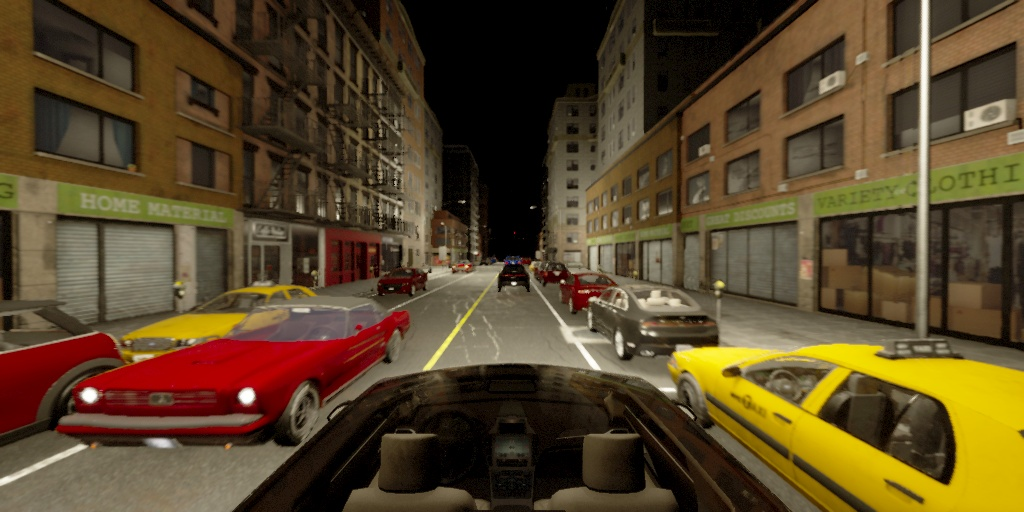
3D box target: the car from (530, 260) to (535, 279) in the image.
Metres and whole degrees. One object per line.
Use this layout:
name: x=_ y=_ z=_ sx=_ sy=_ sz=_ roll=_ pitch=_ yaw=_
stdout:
car: x=2.863 y=1.190 z=30.094 sx=1.967 sy=1.591 sz=4.097 roll=0 pitch=0 yaw=0

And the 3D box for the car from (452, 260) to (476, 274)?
car: x=-5.660 y=1.200 z=41.089 sx=1.967 sy=1.591 sz=4.097 roll=0 pitch=0 yaw=0

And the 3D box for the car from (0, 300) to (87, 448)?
car: x=-5.668 y=1.189 z=2.613 sx=1.967 sy=1.591 sz=4.097 roll=0 pitch=0 yaw=0

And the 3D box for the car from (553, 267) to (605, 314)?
car: x=2.859 y=1.291 z=13.604 sx=1.888 sy=1.381 sz=4.507 roll=0 pitch=0 yaw=0

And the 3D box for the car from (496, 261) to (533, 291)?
car: x=0.104 y=1.252 z=21.960 sx=1.837 sy=1.490 sz=4.892 roll=0 pitch=0 yaw=0

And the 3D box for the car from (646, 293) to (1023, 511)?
car: x=2.857 y=1.275 z=2.781 sx=1.751 sy=1.417 sz=4.829 roll=0 pitch=0 yaw=0

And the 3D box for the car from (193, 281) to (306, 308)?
car: x=-5.667 y=1.272 z=7.939 sx=1.751 sy=1.417 sz=4.829 roll=0 pitch=0 yaw=0

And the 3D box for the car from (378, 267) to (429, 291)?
car: x=-5.665 y=1.292 z=19.103 sx=1.888 sy=1.381 sz=4.507 roll=0 pitch=0 yaw=0

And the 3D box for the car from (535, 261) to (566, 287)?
car: x=2.862 y=1.188 z=24.598 sx=1.967 sy=1.591 sz=4.097 roll=0 pitch=0 yaw=0

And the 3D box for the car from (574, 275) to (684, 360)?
car: x=2.858 y=1.297 z=8.107 sx=2.007 sy=1.370 sz=4.403 roll=0 pitch=0 yaw=0

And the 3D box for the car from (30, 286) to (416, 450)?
car: x=-3.091 y=1.349 z=5.384 sx=1.895 sy=1.301 sz=4.718 roll=0 pitch=0 yaw=1

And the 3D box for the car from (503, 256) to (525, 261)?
car: x=0.116 y=0.986 z=44.988 sx=2.150 sy=2.045 sz=5.566 roll=0 pitch=0 yaw=0

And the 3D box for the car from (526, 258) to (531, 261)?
car: x=2.865 y=1.285 z=41.258 sx=1.751 sy=1.417 sz=4.829 roll=0 pitch=0 yaw=0
